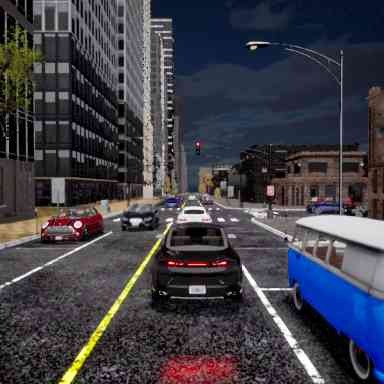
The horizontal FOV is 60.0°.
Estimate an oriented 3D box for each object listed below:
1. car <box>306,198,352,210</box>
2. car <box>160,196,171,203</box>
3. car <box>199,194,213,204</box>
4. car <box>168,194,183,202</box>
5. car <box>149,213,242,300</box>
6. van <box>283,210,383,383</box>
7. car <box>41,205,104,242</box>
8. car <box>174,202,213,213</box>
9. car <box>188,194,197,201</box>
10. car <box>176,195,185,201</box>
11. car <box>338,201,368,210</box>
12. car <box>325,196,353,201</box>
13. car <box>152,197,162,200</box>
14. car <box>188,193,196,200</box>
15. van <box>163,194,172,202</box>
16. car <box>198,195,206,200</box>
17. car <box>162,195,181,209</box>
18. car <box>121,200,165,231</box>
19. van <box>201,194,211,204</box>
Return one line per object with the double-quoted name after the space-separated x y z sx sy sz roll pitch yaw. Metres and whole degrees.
14.850 1.684 36.849 4.181 1.385 1.994 1 1 1 "car"
-5.603 1.549 71.063 1.947 1.339 4.313 -1 0 0 "car"
2.732 1.425 59.712 1.967 1.590 4.097 -1 0 0 "car"
-3.027 1.550 58.461 1.994 1.385 4.181 0 0 0 "car"
0.105 1.502 8.382 1.837 1.490 4.892 0 0 0 "car"
2.680 1.340 5.091 1.690 1.788 3.998 -1 0 0 "van"
-5.689 1.435 16.183 1.967 1.590 4.097 -1 0 0 "car"
0.111 1.520 18.739 1.812 1.442 4.674 0 0 0 "car"
0.075 1.504 81.023 1.812 1.442 4.674 0 0 0 "car"
-2.922 1.517 84.168 1.994 1.385 4.181 0 0 0 "car"
16.446 1.793 31.034 4.313 1.339 1.947 1 0 1 "car"
16.563 1.411 39.410 5.009 1.841 2.192 1 0 1 "car"
-5.790 1.512 53.960 1.752 1.417 4.829 -1 0 0 "car"
0.084 1.257 91.027 2.097 1.767 4.553 0 0 0 "car"
-5.601 1.323 76.707 1.690 1.788 3.998 -1 0 0 "van"
2.765 1.531 93.576 2.008 1.369 4.403 -1 0 0 "car"
-2.803 1.513 45.933 1.812 1.442 4.674 0 0 -4 "car"
-3.084 1.486 20.635 2.128 1.511 4.902 0 0 0 "car"
2.736 1.325 65.356 1.690 1.788 3.998 -1 0 0 "van"
